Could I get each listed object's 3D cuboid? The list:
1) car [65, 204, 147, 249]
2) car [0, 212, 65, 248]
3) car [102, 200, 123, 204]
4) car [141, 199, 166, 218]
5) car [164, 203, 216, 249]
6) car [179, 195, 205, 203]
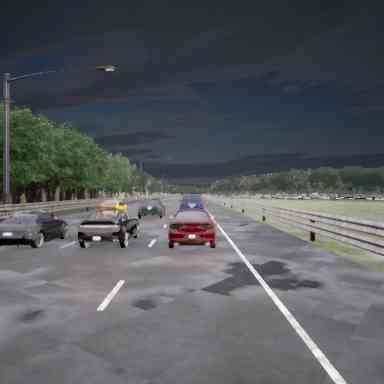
[{"bbox_3d":[-3.500,1.493,14.650,2.128,1.511,4.902,0,0,0],"label":"car"},{"bbox_3d":[-7.000,1.570,14.649,1.994,1.385,4.181,0,0,0],"label":"car"},{"bbox_3d":[-7.000,1.488,29.649,1.882,1.535,5.008,0,0,0],"label":"car"},{"bbox_3d":[-3.499,1.369,29.621,2.097,1.767,4.553,0,0,0],"label":"car"},{"bbox_3d":[0.000,1.483,14.650,1.882,1.535,5.008,0,0,0],"label":"car"},{"bbox_3d":[0.000,1.261,29.680,2.150,2.045,5.566,0,0,0],"label":"car"}]
